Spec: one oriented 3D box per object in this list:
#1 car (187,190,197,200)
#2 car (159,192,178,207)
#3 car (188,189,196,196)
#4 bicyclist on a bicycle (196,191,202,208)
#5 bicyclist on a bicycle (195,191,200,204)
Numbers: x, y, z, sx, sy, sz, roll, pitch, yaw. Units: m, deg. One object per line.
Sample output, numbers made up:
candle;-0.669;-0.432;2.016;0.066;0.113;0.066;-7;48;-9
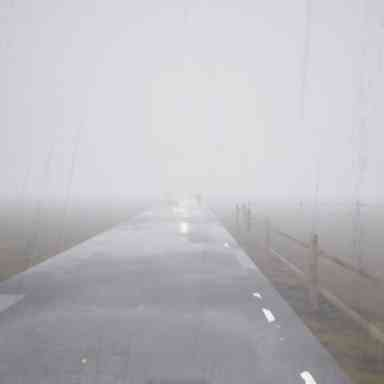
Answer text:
car;0.078;0.591;60.680;1.812;1.442;4.674;0;2;1
car;-2.805;0.846;40.822;2.097;1.767;4.553;0;1;0
car;0.051;0.188;76.013;1.812;1.442;4.674;0;2;0
bicyclist on a bicycle;0.781;0.939;36.808;0.659;1.776;1.843;0;1;0
bicyclist on a bicycle;0.788;0.762;46.015;0.659;1.776;1.843;0;1;0
